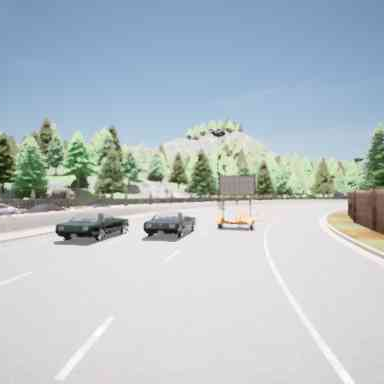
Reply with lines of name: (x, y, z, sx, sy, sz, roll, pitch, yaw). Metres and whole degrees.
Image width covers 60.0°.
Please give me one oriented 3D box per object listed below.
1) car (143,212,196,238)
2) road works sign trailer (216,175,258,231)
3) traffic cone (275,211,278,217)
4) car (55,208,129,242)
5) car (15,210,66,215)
car: (-1.079, 1.744, 18.735, 1.895, 1.301, 4.718, 0, 0, 13)
road works sign trailer: (3.041, 0.648, 22.165, 2.380, 3.560, 2.880, 0, 0, 19)
traffic cone: (8.634, 2.251, 33.983, 0.340, 0.580, 0.340, 0, 0, 19)
car: (-4.952, 1.720, 17.327, 1.895, 1.301, 4.718, 0, 0, 11)
car: (-12.931, 1.747, 29.079, 1.994, 1.385, 4.181, 0, 0, 17)
